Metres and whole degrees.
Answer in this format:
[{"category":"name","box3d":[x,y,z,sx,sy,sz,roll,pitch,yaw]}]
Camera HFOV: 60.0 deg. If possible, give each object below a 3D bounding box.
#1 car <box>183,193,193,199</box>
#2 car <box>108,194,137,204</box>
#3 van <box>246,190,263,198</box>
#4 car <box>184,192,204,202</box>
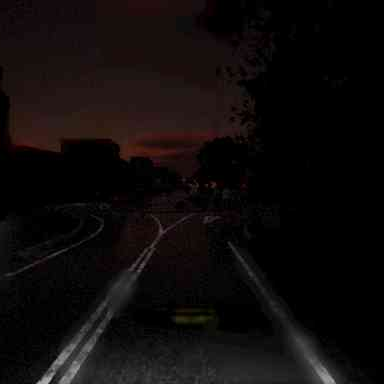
[{"category":"car","box3d":[-0.882,0.956,80.209,2.128,1.511,4.902,0,0,1]},{"category":"car","box3d":[-10.983,1.031,52.617,2.097,1.767,4.553,-1,-1,42]},{"category":"van","box3d":[18.148,0.912,92.629,4.442,1.987,1.878,0,1,1]},{"category":"car","box3d":[0.149,1.221,62.861,2.033,1.411,5.357,0,1,-17]}]
